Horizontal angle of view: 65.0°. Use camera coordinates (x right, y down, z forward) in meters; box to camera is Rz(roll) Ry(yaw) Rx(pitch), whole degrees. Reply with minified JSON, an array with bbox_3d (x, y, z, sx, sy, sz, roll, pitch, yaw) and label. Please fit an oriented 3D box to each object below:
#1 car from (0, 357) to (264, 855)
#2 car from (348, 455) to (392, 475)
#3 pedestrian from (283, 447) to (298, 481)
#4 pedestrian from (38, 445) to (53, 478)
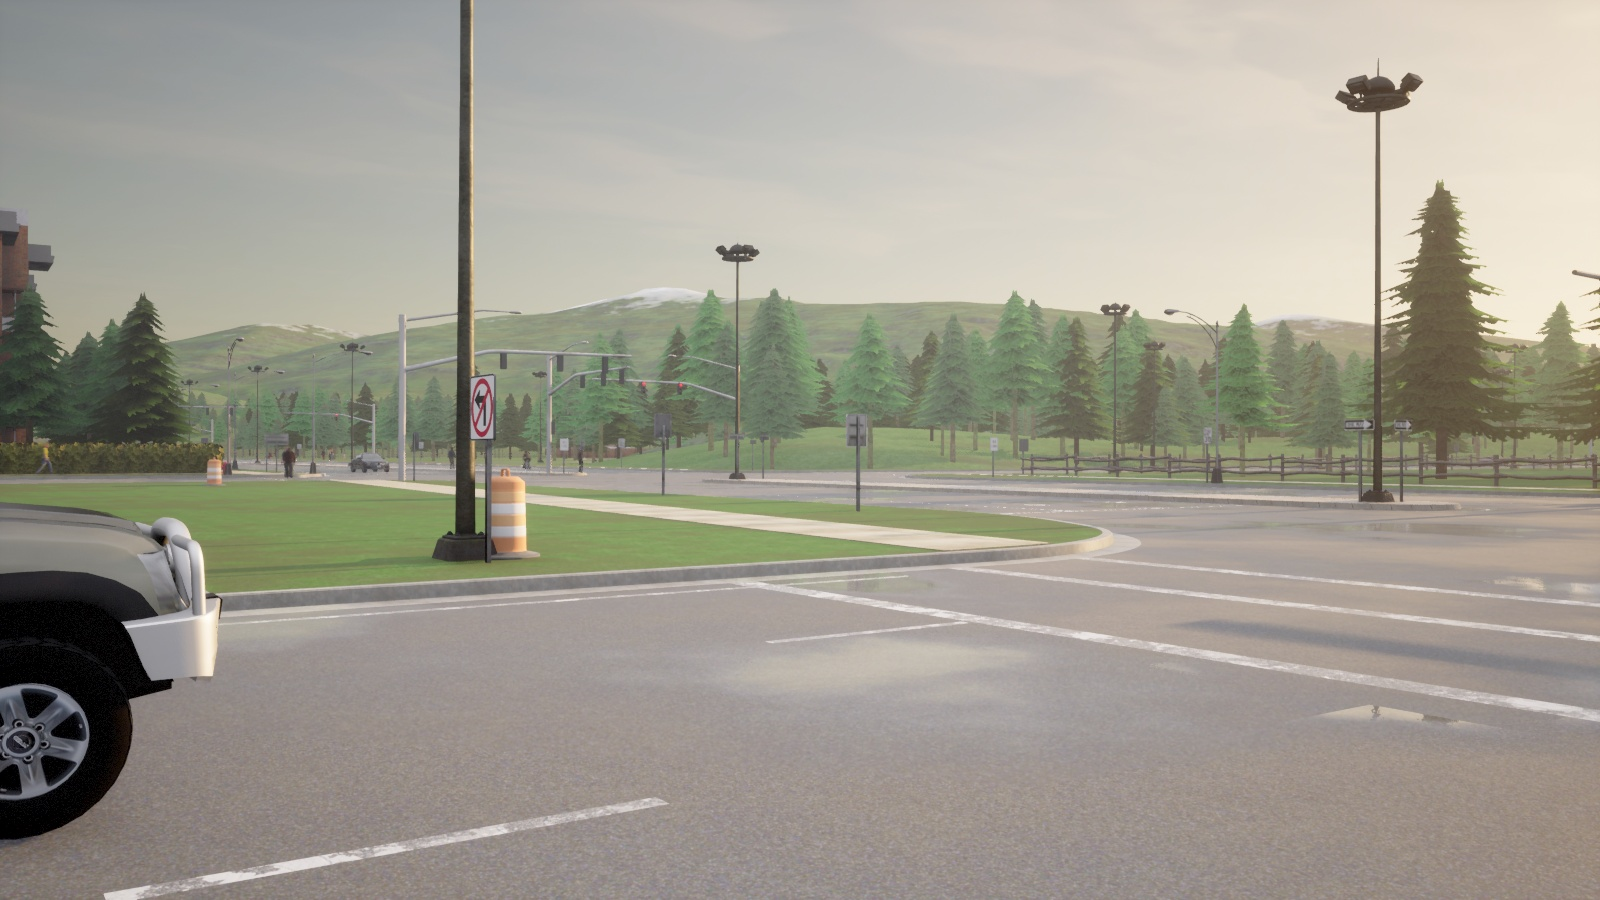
[{"bbox_3d":[-4.662,0.583,4.678,4.605,1.855,1.932,0,0,-35],"label":"car"},{"bbox_3d":[-31.644,1.063,92.293,1.812,1.442,4.674,0,0,-35],"label":"car"},{"bbox_3d":[-28.021,0.767,69.001,0.634,1.844,0.899,0,0,-31],"label":"pedestrian"},{"bbox_3d":[-42.588,0.637,70.891,0.706,1.836,0.354,0,0,-34],"label":"pedestrian"}]
